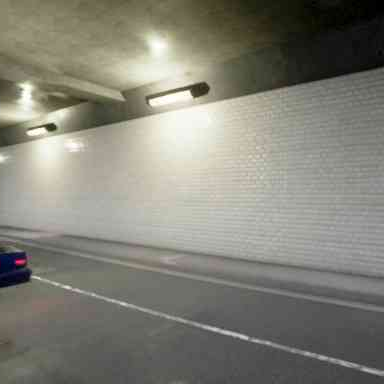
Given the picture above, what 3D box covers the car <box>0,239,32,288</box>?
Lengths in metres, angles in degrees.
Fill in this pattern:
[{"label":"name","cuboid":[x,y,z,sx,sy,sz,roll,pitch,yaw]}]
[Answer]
[{"label":"car","cuboid":[-6.068,1.605,8.387,5.357,1.411,2.033,0,0,39]}]
